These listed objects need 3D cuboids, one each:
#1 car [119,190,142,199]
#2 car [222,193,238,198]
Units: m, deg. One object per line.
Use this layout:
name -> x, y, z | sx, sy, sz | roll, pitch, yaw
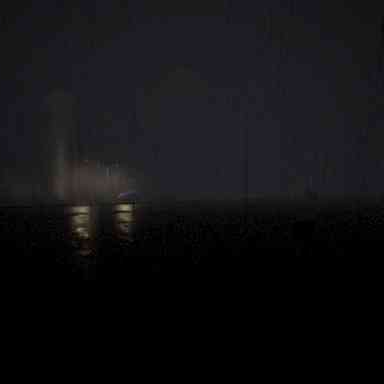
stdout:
car -> -13.166, 0.541, 71.743 | 2.150, 2.045, 5.566 | -1, 0, 40
car -> 10.771, 0.955, 94.798 | 2.033, 1.411, 5.357 | -1, 0, 43
